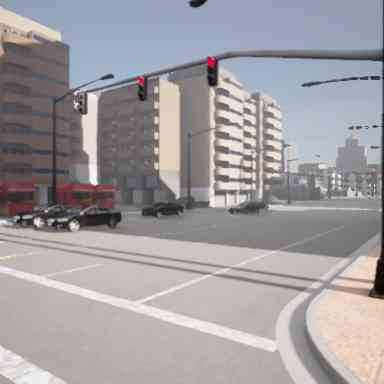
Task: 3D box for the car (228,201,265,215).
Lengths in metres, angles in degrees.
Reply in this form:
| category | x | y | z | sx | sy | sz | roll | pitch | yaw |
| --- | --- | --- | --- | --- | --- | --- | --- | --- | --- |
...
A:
| category | x | y | z | sx | sy | sz | roll | pitch | yaw |
| --- | --- | --- | --- | --- | --- | --- | --- | --- | --- |
| car | 6.184 | 1.872 | 38.654 | 2.033 | 1.411 | 5.357 | 0 | -1 | 35 |

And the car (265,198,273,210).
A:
| category | x | y | z | sx | sy | sz | roll | pitch | yaw |
| --- | --- | --- | --- | --- | --- | --- | --- | --- | --- |
| car | 9.747 | 2.015 | 49.696 | 2.033 | 1.411 | 5.357 | 0 | -1 | 35 |

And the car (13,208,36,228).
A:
| category | x | y | z | sx | sy | sz | roll | pitch | yaw |
| --- | --- | --- | --- | --- | --- | --- | --- | --- | --- |
| car | -9.447 | 1.535 | 22.488 | 2.128 | 1.511 | 4.902 | 0 | 0 | 35 |

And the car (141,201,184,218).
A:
| category | x | y | z | sx | sy | sz | roll | pitch | yaw |
| --- | --- | --- | --- | --- | --- | --- | --- | --- | --- |
| car | -2.769 | 1.652 | 32.006 | 1.882 | 1.535 | 5.008 | 0 | -1 | 35 |

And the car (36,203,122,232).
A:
| category | x | y | z | sx | sy | sz | roll | pitch | yaw |
| --- | --- | --- | --- | --- | --- | --- | --- | --- | --- |
| car | -6.538 | 1.545 | 20.540 | 2.128 | 1.511 | 4.902 | 0 | 0 | 35 |
